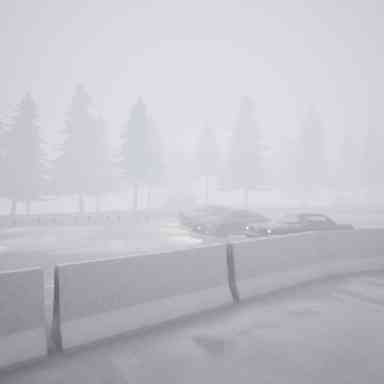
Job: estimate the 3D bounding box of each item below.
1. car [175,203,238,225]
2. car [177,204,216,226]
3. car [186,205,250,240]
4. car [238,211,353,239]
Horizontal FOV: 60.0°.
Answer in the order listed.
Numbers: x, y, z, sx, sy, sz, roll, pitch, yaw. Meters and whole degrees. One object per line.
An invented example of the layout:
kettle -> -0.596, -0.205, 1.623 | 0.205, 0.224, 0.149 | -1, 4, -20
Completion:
car -> 1.052, 1.564, 24.221 | 4.181, 1.385, 1.994 | 0, 0, -25
car -> 1.456, 1.564, 20.570 | 4.181, 1.385, 1.994 | 0, 0, -25
car -> 2.128, 1.564, 17.005 | 4.181, 1.385, 1.994 | 0, 0, -26
car -> 4.604, 1.601, 14.410 | 4.718, 1.301, 1.895 | 0, 0, -26
